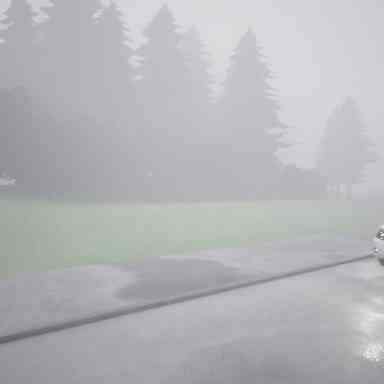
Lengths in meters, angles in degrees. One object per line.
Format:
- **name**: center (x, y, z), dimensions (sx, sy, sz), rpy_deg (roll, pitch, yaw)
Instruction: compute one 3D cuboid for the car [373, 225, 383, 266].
- **car**: center (7.841, 1.211, 10.206), dimensions (5.566, 2.045, 2.150), rpy_deg (0, 0, -36)
